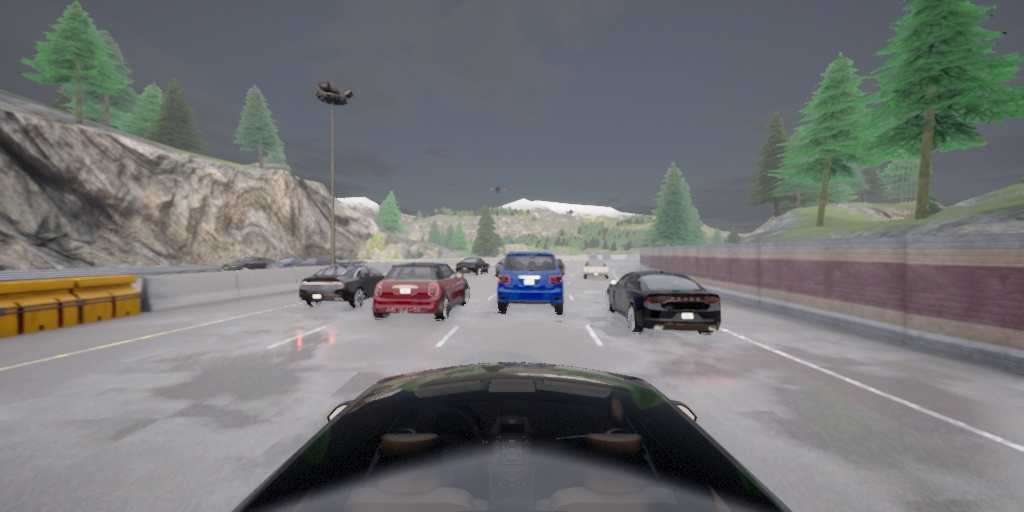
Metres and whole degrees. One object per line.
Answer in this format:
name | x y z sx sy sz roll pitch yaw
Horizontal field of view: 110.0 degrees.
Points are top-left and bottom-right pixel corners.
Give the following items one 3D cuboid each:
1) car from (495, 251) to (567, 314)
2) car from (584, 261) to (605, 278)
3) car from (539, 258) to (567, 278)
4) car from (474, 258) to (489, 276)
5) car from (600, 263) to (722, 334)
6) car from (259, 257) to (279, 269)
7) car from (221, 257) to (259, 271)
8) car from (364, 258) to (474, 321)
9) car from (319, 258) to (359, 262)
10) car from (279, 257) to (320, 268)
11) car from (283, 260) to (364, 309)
car | 0.762 0.841 13.364 2.150 2.045 5.566 0 1 5
car | 6.789 1.056 29.095 1.895 1.301 4.718 0 1 12
car | 3.560 0.935 30.550 1.837 1.490 4.892 0 1 12
car | -3.341 0.877 31.747 1.882 1.535 5.008 0 1 12
car | 4.029 1.140 10.339 1.882 1.535 5.008 0 1 4
car | -20.939 0.854 34.032 1.812 1.442 4.674 0 1 13
car | -24.564 0.828 33.768 1.837 1.490 4.892 0 0 12
car | -2.827 0.975 12.133 2.097 1.767 4.553 0 0 4
car | -14.309 0.938 31.487 1.994 1.385 4.181 0 1 12
car | -17.745 0.902 32.414 2.033 1.411 5.357 0 1 12
car | -6.157 1.084 14.145 2.128 1.511 4.902 0 1 5
